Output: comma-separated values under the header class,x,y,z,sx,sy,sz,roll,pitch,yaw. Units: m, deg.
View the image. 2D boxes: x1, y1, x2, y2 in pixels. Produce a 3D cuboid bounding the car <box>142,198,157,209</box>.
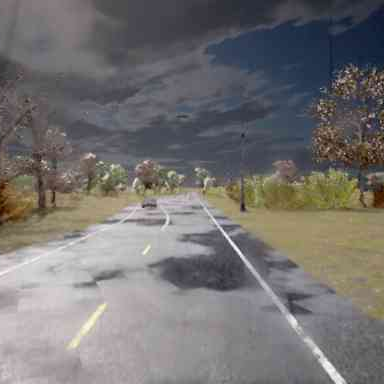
class,x,y,z,sx,sy,sz,roll,pitch,yaw
car,-5.807,1.518,45.476,1.994,1.385,4.181,0,0,-7
